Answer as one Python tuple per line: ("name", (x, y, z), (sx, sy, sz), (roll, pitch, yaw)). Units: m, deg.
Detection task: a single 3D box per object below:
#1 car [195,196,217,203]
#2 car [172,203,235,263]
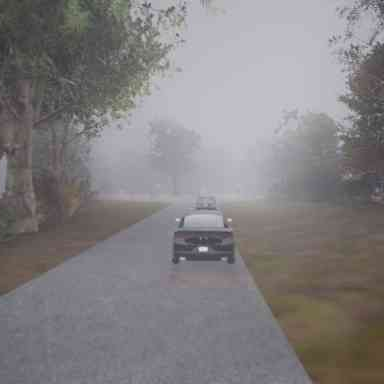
("car", (1.230, 1.057, 29.008), (2.033, 1.411, 5.357), (0, 1, 3))
("car", (0.404, 1.373, 11.629), (1.882, 1.535, 5.008), (0, 1, 2))
